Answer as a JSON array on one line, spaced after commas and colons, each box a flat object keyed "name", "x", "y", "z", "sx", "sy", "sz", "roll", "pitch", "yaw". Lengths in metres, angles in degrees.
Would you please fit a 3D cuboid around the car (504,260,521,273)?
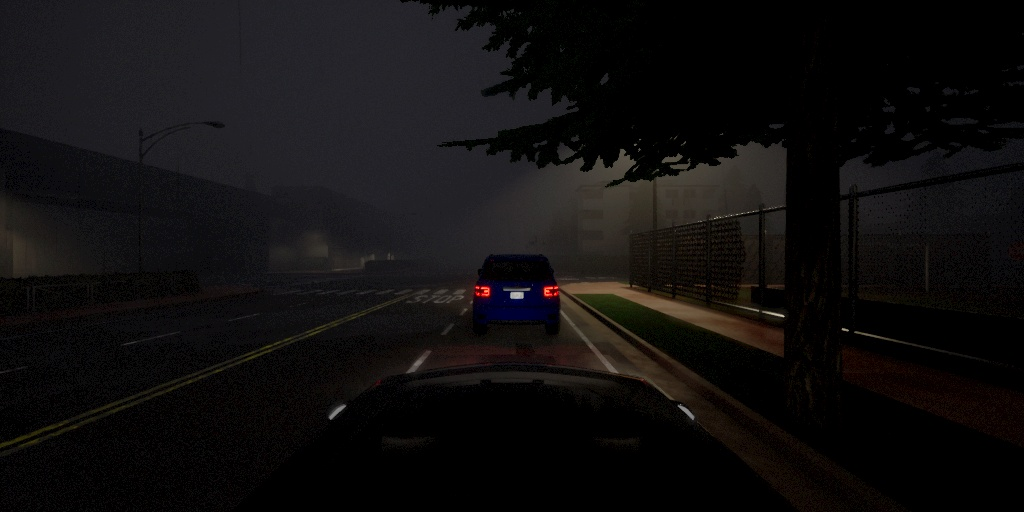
[{"name": "car", "x": 0.029, "y": 1.242, "z": 45.564, "sx": 2.128, "sy": 1.511, "sz": 4.902, "roll": 0, "pitch": 0, "yaw": 0}]

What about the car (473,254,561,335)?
[{"name": "car", "x": 0.116, "y": 0.972, "z": 10.689, "sx": 2.150, "sy": 2.045, "sz": 5.566, "roll": 0, "pitch": 0, "yaw": 0}]
